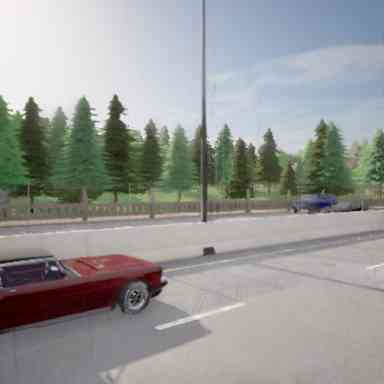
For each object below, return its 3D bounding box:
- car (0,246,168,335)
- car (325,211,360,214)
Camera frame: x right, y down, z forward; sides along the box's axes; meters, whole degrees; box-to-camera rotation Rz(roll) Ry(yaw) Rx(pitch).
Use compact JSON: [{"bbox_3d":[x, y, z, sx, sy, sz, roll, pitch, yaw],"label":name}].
[{"bbox_3d":[-2.806,1.668,6.017,4.718,1.301,1.895,0,-1,-37],"label":"car"},{"bbox_3d":[14.764,1.705,31.760,5.008,1.535,1.882,0,-1,-31],"label":"car"}]
